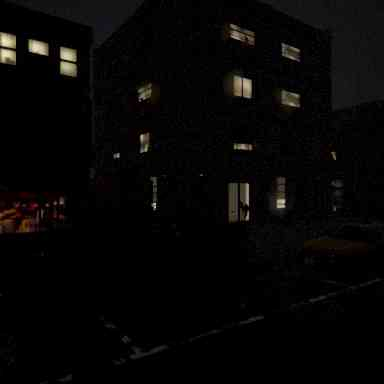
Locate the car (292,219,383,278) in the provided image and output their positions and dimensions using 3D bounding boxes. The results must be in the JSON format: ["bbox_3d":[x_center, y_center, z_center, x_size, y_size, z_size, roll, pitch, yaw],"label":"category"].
[{"bbox_3d":[5.056,1.526,10.177,4.829,1.417,1.752,0,0,-36],"label":"car"}]

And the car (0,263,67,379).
[{"bbox_3d":[-3.795,1.551,3.854,4.403,1.369,2.008,0,0,-36],"label":"car"}]
